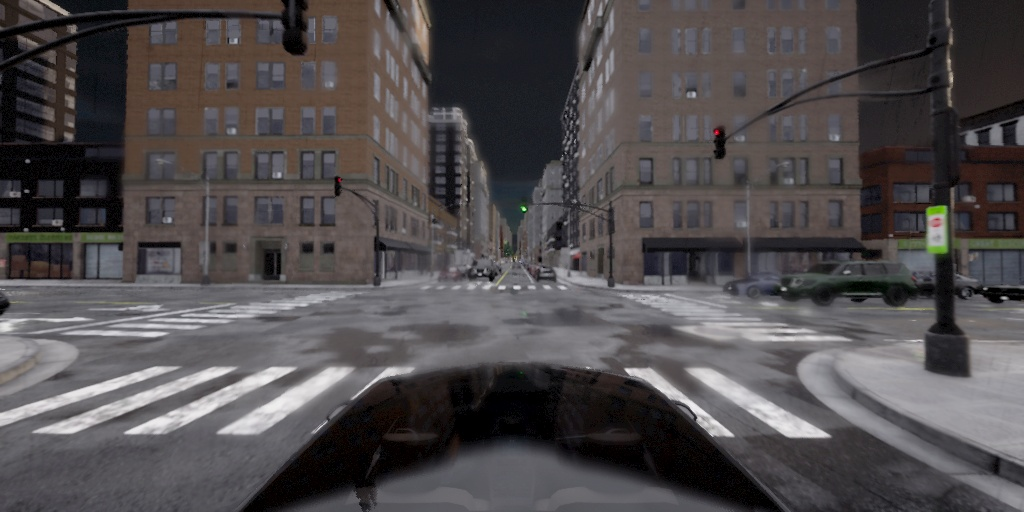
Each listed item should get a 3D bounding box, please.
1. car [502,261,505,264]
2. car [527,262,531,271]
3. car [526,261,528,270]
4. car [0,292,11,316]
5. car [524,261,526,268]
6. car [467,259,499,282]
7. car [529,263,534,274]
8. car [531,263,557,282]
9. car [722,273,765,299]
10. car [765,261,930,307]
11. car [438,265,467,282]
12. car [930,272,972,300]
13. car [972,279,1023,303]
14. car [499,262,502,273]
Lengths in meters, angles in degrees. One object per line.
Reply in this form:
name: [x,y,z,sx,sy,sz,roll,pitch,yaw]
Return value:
car: [-2.447,1.857,54.171,1.895,1.301,4.718,0,-1,1]
car: [3.162,1.701,43.266,2.007,1.370,4.403,0,0,1]
car: [3.238,1.748,48.796,1.888,1.381,4.507,0,0,1]
car: [-17.914,1.195,10.533,4.674,1.442,1.812,0,-1,1]
car: [3.389,1.873,59.856,1.948,1.339,4.313,0,0,1]
car: [-2.736,1.285,33.831,2.150,2.045,5.566,0,-1,1]
car: [3.087,1.642,37.736,1.888,1.381,4.507,0,0,1]
car: [3.011,1.610,32.206,1.948,1.339,4.313,0,0,1]
car: [14.300,1.644,20.238,4.181,1.385,1.994,0,-1,1]
car: [15.643,1.246,16.977,5.566,2.045,2.150,0,-1,0]
car: [-5.514,1.631,32.319,1.802,1.307,4.207,0,0,1]
car: [23.090,1.626,20.161,4.902,1.511,2.128,0,-1,0]
car: [25.401,1.686,16.895,4.718,1.301,1.895,0,-1,1]
car: [-2.599,1.664,43.916,1.837,1.490,4.892,0,-1,1]
